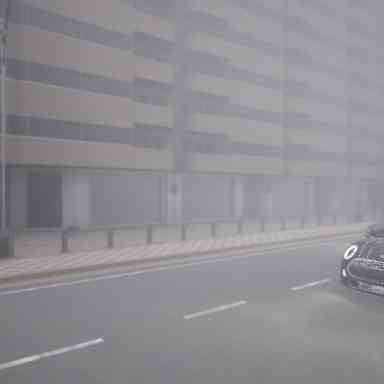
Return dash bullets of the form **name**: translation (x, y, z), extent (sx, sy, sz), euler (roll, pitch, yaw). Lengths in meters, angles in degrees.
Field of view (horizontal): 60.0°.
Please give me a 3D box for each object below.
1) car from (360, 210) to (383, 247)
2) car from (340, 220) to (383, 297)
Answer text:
- **car**: translation (10.140, 1.568, 15.301), extent (5.357, 1.411, 2.033), euler (0, 0, -35)
- **car**: translation (5.529, 1.333, 7.846), extent (4.553, 1.767, 2.097), euler (0, 0, -35)
